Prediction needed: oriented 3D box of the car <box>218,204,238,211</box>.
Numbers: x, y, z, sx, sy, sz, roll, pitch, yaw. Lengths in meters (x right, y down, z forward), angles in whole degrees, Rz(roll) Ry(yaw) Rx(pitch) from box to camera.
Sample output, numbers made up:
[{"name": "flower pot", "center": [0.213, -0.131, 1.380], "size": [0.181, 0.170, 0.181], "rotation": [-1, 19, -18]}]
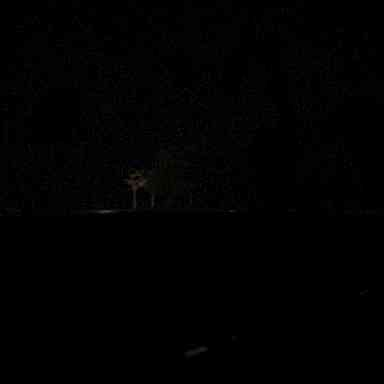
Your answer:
[{"name": "car", "center": [7.002, 2.962, 64.984], "size": [1.994, 1.385, 4.181], "rotation": [0, -2, -36]}]
